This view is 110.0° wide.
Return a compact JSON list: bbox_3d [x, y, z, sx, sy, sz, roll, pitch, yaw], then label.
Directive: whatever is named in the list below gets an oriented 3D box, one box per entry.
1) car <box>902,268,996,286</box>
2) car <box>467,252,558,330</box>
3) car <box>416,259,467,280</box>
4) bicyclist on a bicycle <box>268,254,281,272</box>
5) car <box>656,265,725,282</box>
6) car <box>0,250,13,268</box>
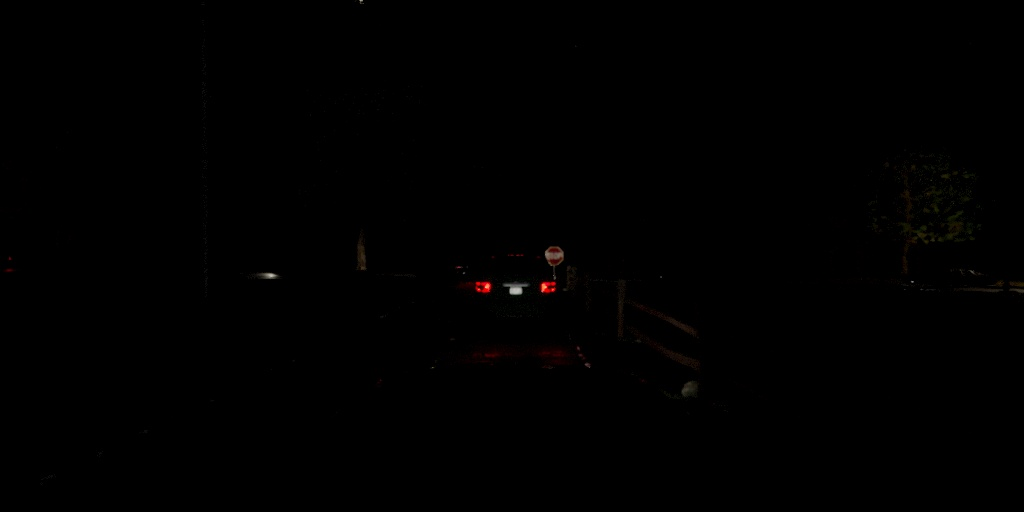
[{"bbox_3d":[33.887,1.638,27.850,5.357,1.411,2.033,1,1,2],"label":"car"},{"bbox_3d":[0.106,0.905,11.048,2.150,2.045,5.566,0,0,0],"label":"car"},{"bbox_3d":[-5.450,1.002,27.797,4.902,1.511,2.128,1,0,38],"label":"car"},{"bbox_3d":[-21.991,0.663,33.201,0.582,1.620,1.656,1,1,2],"label":"bicyclist on a bicycle"},{"bbox_3d":[14.174,1.396,28.670,4.718,1.301,1.895,1,1,2],"label":"car"},{"bbox_3d":[-46.658,0.187,31.141,4.553,1.767,2.097,1,1,3],"label":"car"}]
